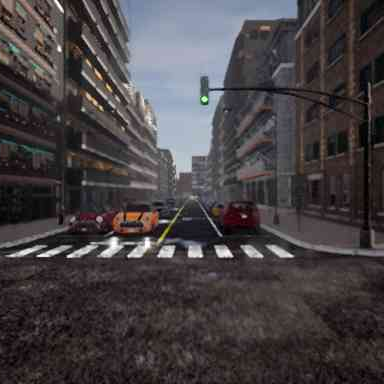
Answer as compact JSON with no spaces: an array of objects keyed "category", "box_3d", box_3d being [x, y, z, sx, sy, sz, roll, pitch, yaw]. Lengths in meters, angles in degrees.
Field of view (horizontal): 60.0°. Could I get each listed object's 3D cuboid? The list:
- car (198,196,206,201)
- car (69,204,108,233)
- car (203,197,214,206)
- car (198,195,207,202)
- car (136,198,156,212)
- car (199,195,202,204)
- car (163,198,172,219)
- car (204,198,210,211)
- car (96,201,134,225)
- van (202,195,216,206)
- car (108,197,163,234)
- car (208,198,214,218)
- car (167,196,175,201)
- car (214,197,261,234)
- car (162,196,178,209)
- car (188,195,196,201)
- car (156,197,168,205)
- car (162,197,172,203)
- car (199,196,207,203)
[{"category":"car","box_3d":[2.705,1.850,91.646,2.008,1.369,4.403,0,0,0]},{"category":"car","box_3d":[-5.688,1.477,19.557,1.967,1.590,4.097,0,0,0]},{"category":"car","box_3d":[2.697,1.640,41.737,1.887,1.381,4.507,0,0,0]},{"category":"car","box_3d":[2.703,1.588,86.101,2.192,1.841,5.009,0,0,0]},{"category":"car","box_3d":[-5.684,1.536,41.732,1.967,1.590,4.097,0,0,0]},{"category":"car","box_3d":[2.699,1.593,58.373,1.967,1.590,4.097,0,0,0]},{"category":"car","box_3d":[-3.094,1.568,29.783,1.837,1.490,4.892,0,0,0]},{"category":"car","box_3d":[2.696,1.645,36.191,1.947,1.339,4.313,0,0,0]},{"category":"car","box_3d":[-5.687,1.491,25.101,1.967,1.590,4.097,0,0,0]},{"category":"van","box_3d":[2.697,1.454,47.284,1.690,1.788,3.998,0,0,0]},{"category":"car","box_3d":[-3.100,1.388,19.242,2.097,1.767,4.553,0,0,0]},{"category":"car","box_3d":[2.695,1.591,30.816,1.752,1.417,4.829,0,0,0]},{"category":"car","box_3d":[-5.676,1.866,91.625,1.947,1.339,4.313,0,0,0]},{"category":"car","box_3d":[2.692,1.352,19.554,2.192,1.841,5.009,0,0,0]},{"category":"car","box_3d":[-3.049,1.625,48.712,1.837,1.490,4.892,0,-1,0]},{"category":"car","box_3d":[0.018,1.827,94.040,1.812,1.442,4.674,0,0,0]},{"category":"car","box_3d":[-5.680,1.721,63.906,1.887,1.381,4.507,0,0,0]},{"category":"car","box_3d":[-5.678,1.768,74.994,1.887,1.381,4.507,0,0,0]},{"category":"car","box_3d":[2.703,1.792,80.554,1.887,1.381,4.507,0,0,0]}]
